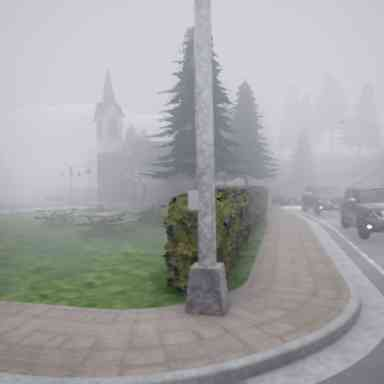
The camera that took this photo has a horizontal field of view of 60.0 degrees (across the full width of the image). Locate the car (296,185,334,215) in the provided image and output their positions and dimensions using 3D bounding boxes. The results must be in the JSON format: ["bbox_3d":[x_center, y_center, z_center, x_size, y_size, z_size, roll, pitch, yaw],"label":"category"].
[{"bbox_3d":[9.711,0.547,24.742,2.150,2.045,5.566,-1,1,4],"label":"car"}]

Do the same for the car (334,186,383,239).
[{"bbox_3d":[8.011,0.775,14.542,2.150,2.045,5.566,-1,1,13],"label":"car"}]

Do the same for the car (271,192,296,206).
[{"bbox_3d":[9.726,0.697,34.778,1.994,1.385,4.181,-1,1,-5],"label":"car"}]
